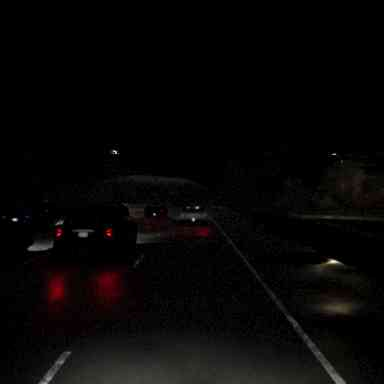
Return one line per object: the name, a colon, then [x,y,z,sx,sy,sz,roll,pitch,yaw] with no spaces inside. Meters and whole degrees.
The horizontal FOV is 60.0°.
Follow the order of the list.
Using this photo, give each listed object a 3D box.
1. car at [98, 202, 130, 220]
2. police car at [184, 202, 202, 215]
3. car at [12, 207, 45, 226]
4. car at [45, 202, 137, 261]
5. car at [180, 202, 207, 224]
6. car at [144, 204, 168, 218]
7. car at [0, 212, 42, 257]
car: [-6.895,1.665,30.011,1.812,1.442,4.674,0,-1,0]
police car: [0.108,1.995,41.275,2.038,1.542,4.974,0,-2,0]
car: [-10.396,1.625,21.562,1.994,1.385,4.181,0,0,0]
car: [-3.398,1.359,12.511,2.097,1.767,4.553,0,0,0]
car: [0.101,1.681,25.491,1.895,1.301,4.718,0,-1,0]
car: [-3.396,1.786,32.340,1.895,1.301,4.718,0,-1,0]
car: [-6.892,1.553,10.127,2.033,1.411,5.357,0,0,0]
